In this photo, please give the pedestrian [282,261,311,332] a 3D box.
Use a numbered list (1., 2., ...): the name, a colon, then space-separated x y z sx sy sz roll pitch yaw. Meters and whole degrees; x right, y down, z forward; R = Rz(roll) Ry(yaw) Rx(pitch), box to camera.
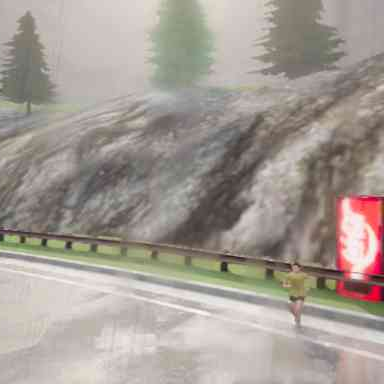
1. pedestrian: 1.640 1.574 5.199 0.500 1.100 0.500 1 1 34
